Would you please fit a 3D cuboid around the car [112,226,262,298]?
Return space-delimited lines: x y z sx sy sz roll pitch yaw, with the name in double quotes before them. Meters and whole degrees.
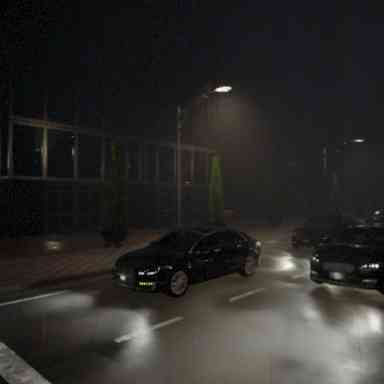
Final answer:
"car" 0.101 1.769 9.434 1.837 1.490 4.892 -2 -2 44

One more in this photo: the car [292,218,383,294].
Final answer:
"car" 5.087 1.720 9.526 2.128 1.511 4.902 -2 -2 44

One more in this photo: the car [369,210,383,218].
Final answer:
"car" 13.723 2.031 23.396 2.128 1.511 4.902 -2 -2 44

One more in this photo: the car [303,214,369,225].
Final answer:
"car" 6.655 1.874 16.150 1.882 1.535 5.008 -2 -2 44
